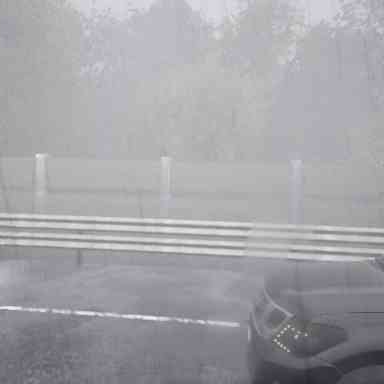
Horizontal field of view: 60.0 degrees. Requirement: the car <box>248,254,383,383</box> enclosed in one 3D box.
[{"bbox_3d":[3.379,1.273,3.235,5.566,2.045,2.150,2,1,9],"label":"car"}]
